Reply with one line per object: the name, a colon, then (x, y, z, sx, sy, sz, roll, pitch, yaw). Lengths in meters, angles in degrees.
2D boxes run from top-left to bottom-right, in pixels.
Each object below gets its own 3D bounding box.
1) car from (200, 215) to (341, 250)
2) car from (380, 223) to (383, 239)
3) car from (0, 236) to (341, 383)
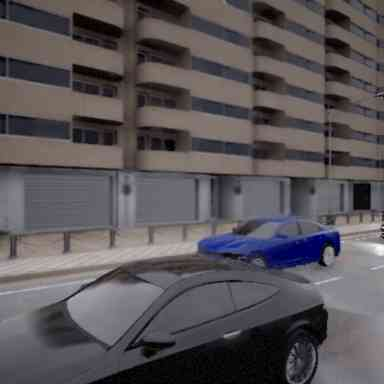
car: (2.417, 1.492, 9.942, 5.008, 1.535, 1.882, 0, 0, -35)
car: (10.890, 1.543, 15.906, 4.892, 1.490, 1.837, 0, 0, -35)
car: (-0.335, 1.528, 3.727, 4.674, 1.442, 1.812, 0, 0, -35)
